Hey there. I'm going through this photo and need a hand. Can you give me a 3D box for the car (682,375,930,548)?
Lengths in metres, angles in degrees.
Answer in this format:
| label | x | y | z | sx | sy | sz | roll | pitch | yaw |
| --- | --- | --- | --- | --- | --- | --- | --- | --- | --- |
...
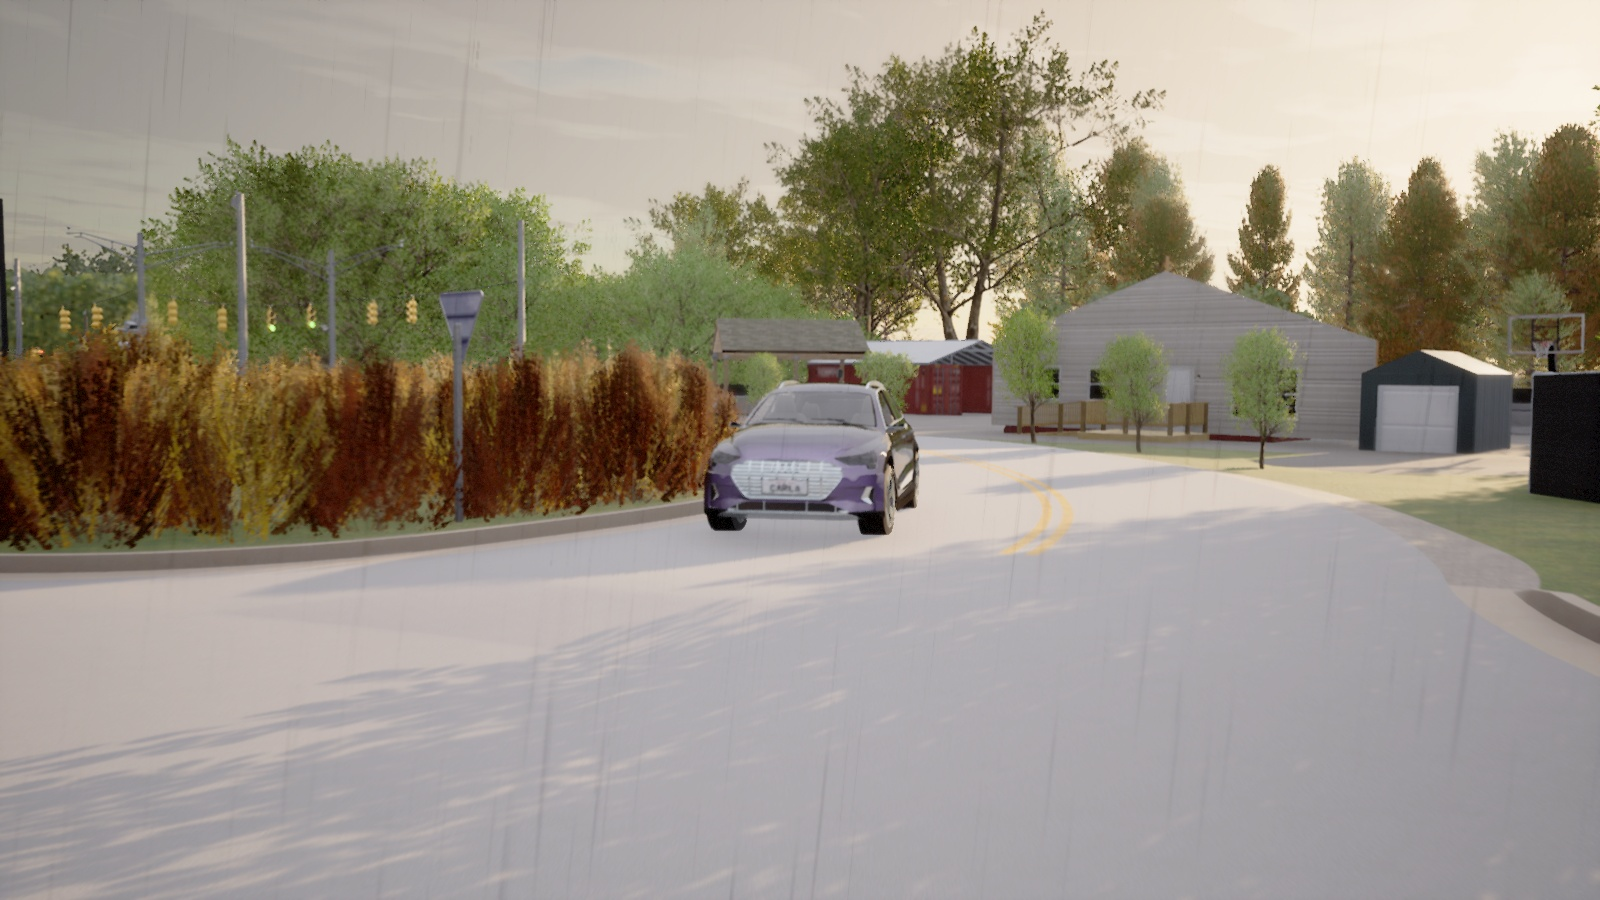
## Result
| label | x | y | z | sx | sy | sz | roll | pitch | yaw |
| --- | --- | --- | --- | --- | --- | --- | --- | --- | --- |
| car | 0.285 | 0.006 | 14.612 | 2.033 | 1.649 | 4.856 | 1 | 2 | 11 |
